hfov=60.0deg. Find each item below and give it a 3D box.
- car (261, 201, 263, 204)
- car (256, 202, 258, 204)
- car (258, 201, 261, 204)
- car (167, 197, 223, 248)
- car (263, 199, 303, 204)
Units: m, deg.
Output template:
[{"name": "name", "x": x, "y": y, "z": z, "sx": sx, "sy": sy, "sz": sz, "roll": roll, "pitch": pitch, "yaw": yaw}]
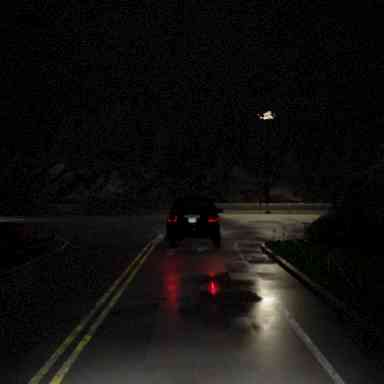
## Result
[{"name": "car", "x": 12.991, "y": 1.787, "z": 47.667, "sx": 5.008, "sy": 1.535, "sz": 1.882, "roll": 0, "pitch": 0, "yaw": 0}, {"name": "car", "x": 12.968, "y": 1.818, "z": 54.658, "sx": 4.902, "sy": 1.511, "sz": 2.128, "roll": 0, "pitch": 0, "yaw": 0}, {"name": "car", "x": 13.191, "y": 1.825, "z": 51.165, "sx": 4.892, "sy": 1.490, "sz": 1.837, "roll": 0, "pitch": 0, "yaw": 0}, {"name": "car", "x": 0.230, "y": 1.335, "z": 15.311, "sx": 2.150, "sy": 2.045, "sz": 5.566, "roll": -1, "pitch": -3, "yaw": 5}, {"name": "car", "x": 12.656, "y": 1.849, "z": 44.166, "sx": 5.357, "sy": 1.411, "sz": 2.033, "roll": 0, "pitch": 0, "yaw": -1}]
